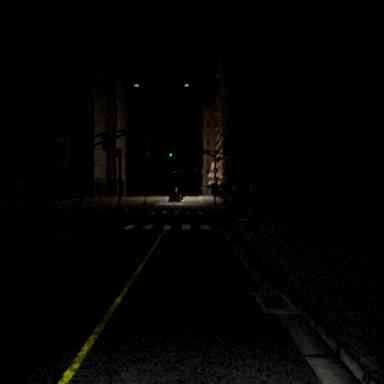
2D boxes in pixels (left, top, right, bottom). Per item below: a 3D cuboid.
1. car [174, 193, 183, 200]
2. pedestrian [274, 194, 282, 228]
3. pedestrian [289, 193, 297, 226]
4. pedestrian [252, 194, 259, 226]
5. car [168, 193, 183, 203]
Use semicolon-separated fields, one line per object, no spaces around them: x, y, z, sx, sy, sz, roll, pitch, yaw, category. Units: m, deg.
-2.937;0.986;72.231;1.812;1.442;4.674;0;0;0;car
4.650;1.007;18.139;0.375;1.860;0.375;0;0;0;pedestrian
5.651;0.999;18.738;0.375;1.860;0.375;0;0;0;pedestrian
3.652;0.999;19.339;0.375;1.860;0.375;0;0;0;pedestrian
-3.002;1.062;56.885;1.882;1.535;5.008;0;1;1;car
